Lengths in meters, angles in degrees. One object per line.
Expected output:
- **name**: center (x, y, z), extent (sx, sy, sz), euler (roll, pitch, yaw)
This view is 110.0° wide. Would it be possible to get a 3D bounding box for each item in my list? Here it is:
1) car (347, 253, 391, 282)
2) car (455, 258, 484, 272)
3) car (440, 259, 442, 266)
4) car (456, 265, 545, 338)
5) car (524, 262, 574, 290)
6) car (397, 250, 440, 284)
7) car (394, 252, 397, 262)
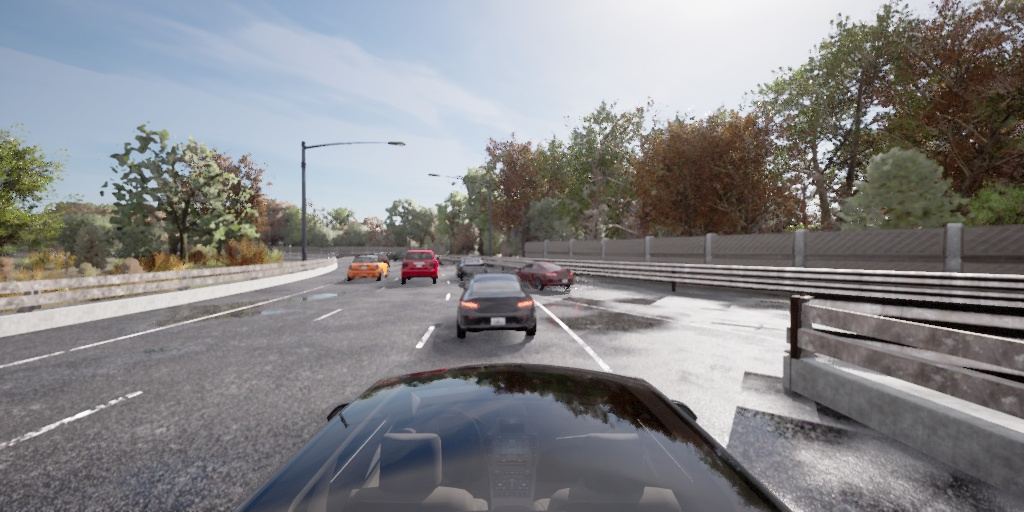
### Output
- **car**: center (-9.997, 0.752, 25.121), extent (2.097, 1.767, 4.553), euler (0, 1, -13)
- **car**: center (-2.971, 0.884, 25.693), extent (2.128, 1.511, 4.902), euler (0, 1, -13)
- **car**: center (-10.763, 0.580, 48.291), extent (1.812, 1.442, 4.674), euler (0, 1, -25)
- **car**: center (-0.461, 1.152, 9.656), extent (1.812, 1.442, 4.674), euler (0, 1, -4)
- **car**: center (1.470, 1.016, 19.292), extent (1.812, 1.442, 4.674), euler (-1, 1, -28)
- **car**: center (-6.014, 0.644, 23.605), extent (2.150, 2.045, 5.566), euler (0, 1, -12)
- **car**: center (-18.186, 0.395, 62.004), extent (2.033, 1.411, 5.357), euler (-1, 2, -33)
